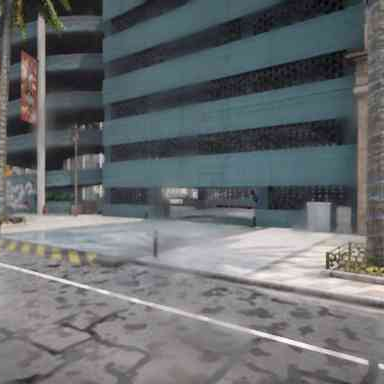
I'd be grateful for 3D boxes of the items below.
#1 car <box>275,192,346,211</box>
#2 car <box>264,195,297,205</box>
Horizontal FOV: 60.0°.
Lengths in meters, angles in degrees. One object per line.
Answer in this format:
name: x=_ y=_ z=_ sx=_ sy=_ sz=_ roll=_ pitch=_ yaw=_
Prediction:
car: x=8.951 y=1.016 z=23.683 sx=5.566 sy=2.045 sz=2.435 roll=0 pitch=0 yaw=36
car: x=13.876 y=1.284 z=52.141 sx=4.674 sy=1.452 sz=2.002 roll=0 pitch=0 yaw=36
